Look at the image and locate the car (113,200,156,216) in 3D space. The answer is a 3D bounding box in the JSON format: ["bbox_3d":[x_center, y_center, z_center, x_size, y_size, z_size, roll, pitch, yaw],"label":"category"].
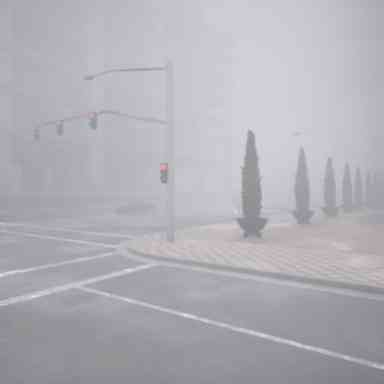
[{"bbox_3d":[-5.888,1.569,34.603,1.882,1.535,5.008,0,0,36],"label":"car"}]

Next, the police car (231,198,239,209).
[{"bbox_3d":[7.841,1.583,47.448,2.038,1.542,4.974,0,0,36],"label":"police car"}]

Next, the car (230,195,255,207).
[{"bbox_3d":[8.187,1.443,53.975,2.097,1.767,4.553,0,0,36],"label":"car"}]
